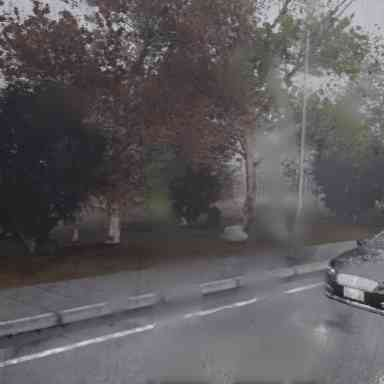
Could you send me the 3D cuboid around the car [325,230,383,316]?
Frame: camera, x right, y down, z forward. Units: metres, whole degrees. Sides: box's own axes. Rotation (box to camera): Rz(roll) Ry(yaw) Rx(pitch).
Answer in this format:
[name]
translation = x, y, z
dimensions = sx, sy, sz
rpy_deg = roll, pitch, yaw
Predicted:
[car]
translation = 4.835, 1.434, 6.927
dimensions = 4.902, 1.511, 2.128
rpy_deg = -1, 0, -31
